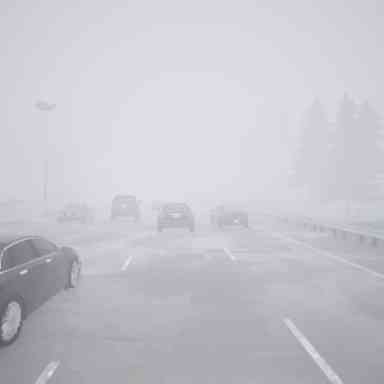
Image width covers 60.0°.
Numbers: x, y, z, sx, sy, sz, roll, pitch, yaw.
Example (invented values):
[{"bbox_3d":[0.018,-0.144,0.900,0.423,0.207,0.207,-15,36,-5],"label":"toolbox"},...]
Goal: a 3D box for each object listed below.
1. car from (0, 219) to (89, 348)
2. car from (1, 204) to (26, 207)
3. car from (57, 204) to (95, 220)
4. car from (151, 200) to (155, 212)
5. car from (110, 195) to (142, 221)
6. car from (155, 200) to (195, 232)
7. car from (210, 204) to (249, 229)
[{"bbox_3d":[-3.595,1.513,6.251,1.837,1.490,4.892,0,0,-2],"label":"car"},{"bbox_3d":[-22.404,1.597,41.934,2.033,1.411,5.357,0,0,-12],"label":"car"},{"bbox_3d":[-8.565,1.566,24.840,2.033,1.411,5.357,0,0,-7],"label":"car"},{"bbox_3d":[-3.846,1.611,39.413,1.895,1.301,4.718,0,0,-11],"label":"car"},{"bbox_3d":[-5.362,1.234,27.217,2.150,2.045,5.566,0,0,-8],"label":"car"},{"bbox_3d":[-1.058,1.355,20.311,2.097,1.767,4.553,0,0,-5],"label":"car"},{"bbox_3d":[2.352,1.522,21.499,1.812,1.442,4.674,0,0,-6],"label":"car"}]
